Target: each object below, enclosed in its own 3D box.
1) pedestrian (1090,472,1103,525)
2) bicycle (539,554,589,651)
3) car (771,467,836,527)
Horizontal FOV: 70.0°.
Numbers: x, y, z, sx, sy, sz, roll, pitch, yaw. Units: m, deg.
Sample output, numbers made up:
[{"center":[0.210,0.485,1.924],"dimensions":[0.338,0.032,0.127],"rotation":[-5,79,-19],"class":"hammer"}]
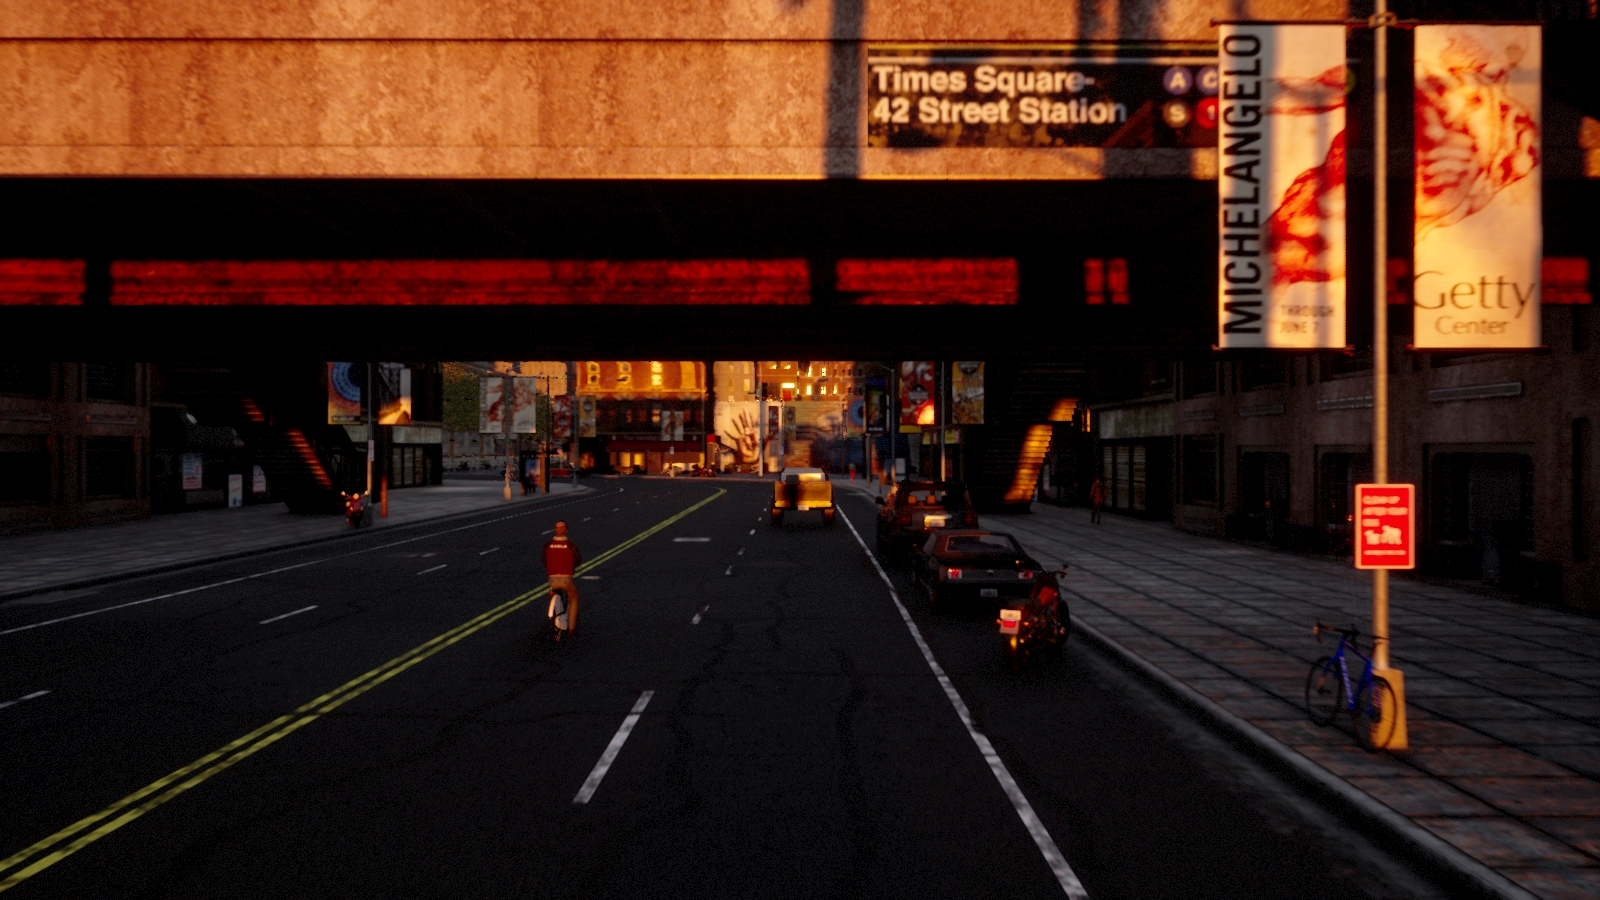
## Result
[{"center":[10.414,1.696,40.175],"dimensions":[0.375,1.860,0.375],"rotation":[0,0,2],"class":"pedestrian"},{"center":[-3.453,2.210,16.812],"dimensions":[0.329,1.171,1.835],"rotation":[0,0,1],"class":"bicycle"},{"center":[0.121,1.754,44.903],"dimensions":[2.390,2.098,6.274],"rotation":[0,0,0],"class":"car"}]
